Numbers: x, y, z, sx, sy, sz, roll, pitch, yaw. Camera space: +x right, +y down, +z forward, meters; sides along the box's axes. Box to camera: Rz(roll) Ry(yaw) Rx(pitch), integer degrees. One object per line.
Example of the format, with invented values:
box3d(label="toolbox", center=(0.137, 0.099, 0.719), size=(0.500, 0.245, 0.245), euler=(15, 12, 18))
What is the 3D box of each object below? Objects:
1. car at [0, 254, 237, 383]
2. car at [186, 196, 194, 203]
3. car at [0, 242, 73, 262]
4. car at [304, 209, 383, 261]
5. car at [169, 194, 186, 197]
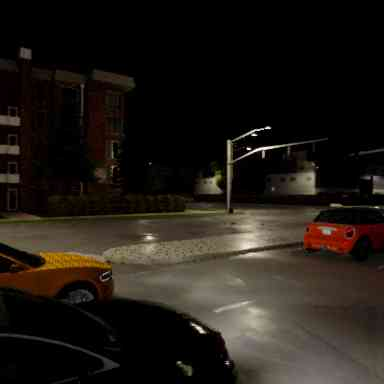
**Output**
box3d(label="car", center=(-1.816, 1.505, 2.456), size=(4.892, 1.490, 1.837), euler=(0, 0, -36))
box3d(label="car", center=(-1.205, 1.747, 78.208), size=(1.812, 1.442, 4.674), euler=(0, 0, -35))
box3d(label="car", center=(-3.757, 1.477, 5.370), size=(5.008, 1.535, 1.882), euler=(0, 0, -36))
box3d(label="car", center=(6.382, 1.414, 12.756), size=(4.553, 1.767, 2.097), euler=(0, 0, -36))
box3d(label="car", center=(-4.296, 1.430, 76.525), size=(2.150, 2.045, 5.566), euler=(0, 0, -35))
